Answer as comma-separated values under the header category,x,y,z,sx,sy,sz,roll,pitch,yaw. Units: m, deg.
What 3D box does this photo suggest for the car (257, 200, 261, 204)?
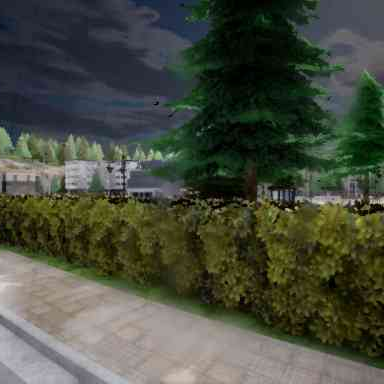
category,x,y,z,sx,sy,sz,roll,pitch,yaw
car,9.633,1.352,44.218,2.097,1.767,4.553,0,0,43

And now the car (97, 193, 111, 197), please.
category,x,y,z,sx,sy,sz,roll,pitch,yaw
car,-16.705,1.097,68.962,1.932,1.855,4.605,0,0,43

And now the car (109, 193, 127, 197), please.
category,x,y,z,sx,sy,sz,roll,pitch,yaw
car,-10.580,1.384,52.743,1.970,1.475,3.806,0,0,43

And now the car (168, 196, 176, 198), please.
category,x,y,z,sx,sy,sz,roll,pitch,yaw
car,-3.312,1.374,56.078,1.845,1.501,3.633,0,0,43

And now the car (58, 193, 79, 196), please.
category,x,y,z,sx,sy,sz,roll,pitch,yaw
car,-28.384,1.154,79.464,2.152,1.636,5.027,0,0,43
